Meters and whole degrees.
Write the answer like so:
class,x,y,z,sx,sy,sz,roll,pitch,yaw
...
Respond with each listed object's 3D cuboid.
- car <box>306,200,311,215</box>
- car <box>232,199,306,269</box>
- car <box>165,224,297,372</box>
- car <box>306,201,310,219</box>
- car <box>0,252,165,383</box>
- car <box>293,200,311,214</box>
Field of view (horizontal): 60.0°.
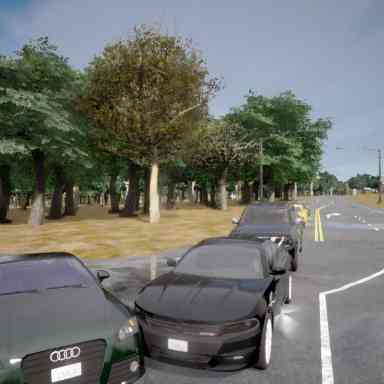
class,x,y,z,sx,sy,sz,roll,pitch,yaw
car,9.311,1.723,29.538,1.812,1.442,4.674,-1,0,21
car,2.867,1.459,12.380,2.150,2.045,5.566,-2,0,21
car,0.743,1.613,6.240,1.882,1.535,5.008,-1,-2,21
car,7.249,1.663,24.035,1.882,1.535,5.008,-1,0,21
car,-2.303,1.643,4.944,1.994,1.385,4.181,1,-2,-33
car,13.340,1.746,40.121,1.812,1.442,4.674,-1,0,21
